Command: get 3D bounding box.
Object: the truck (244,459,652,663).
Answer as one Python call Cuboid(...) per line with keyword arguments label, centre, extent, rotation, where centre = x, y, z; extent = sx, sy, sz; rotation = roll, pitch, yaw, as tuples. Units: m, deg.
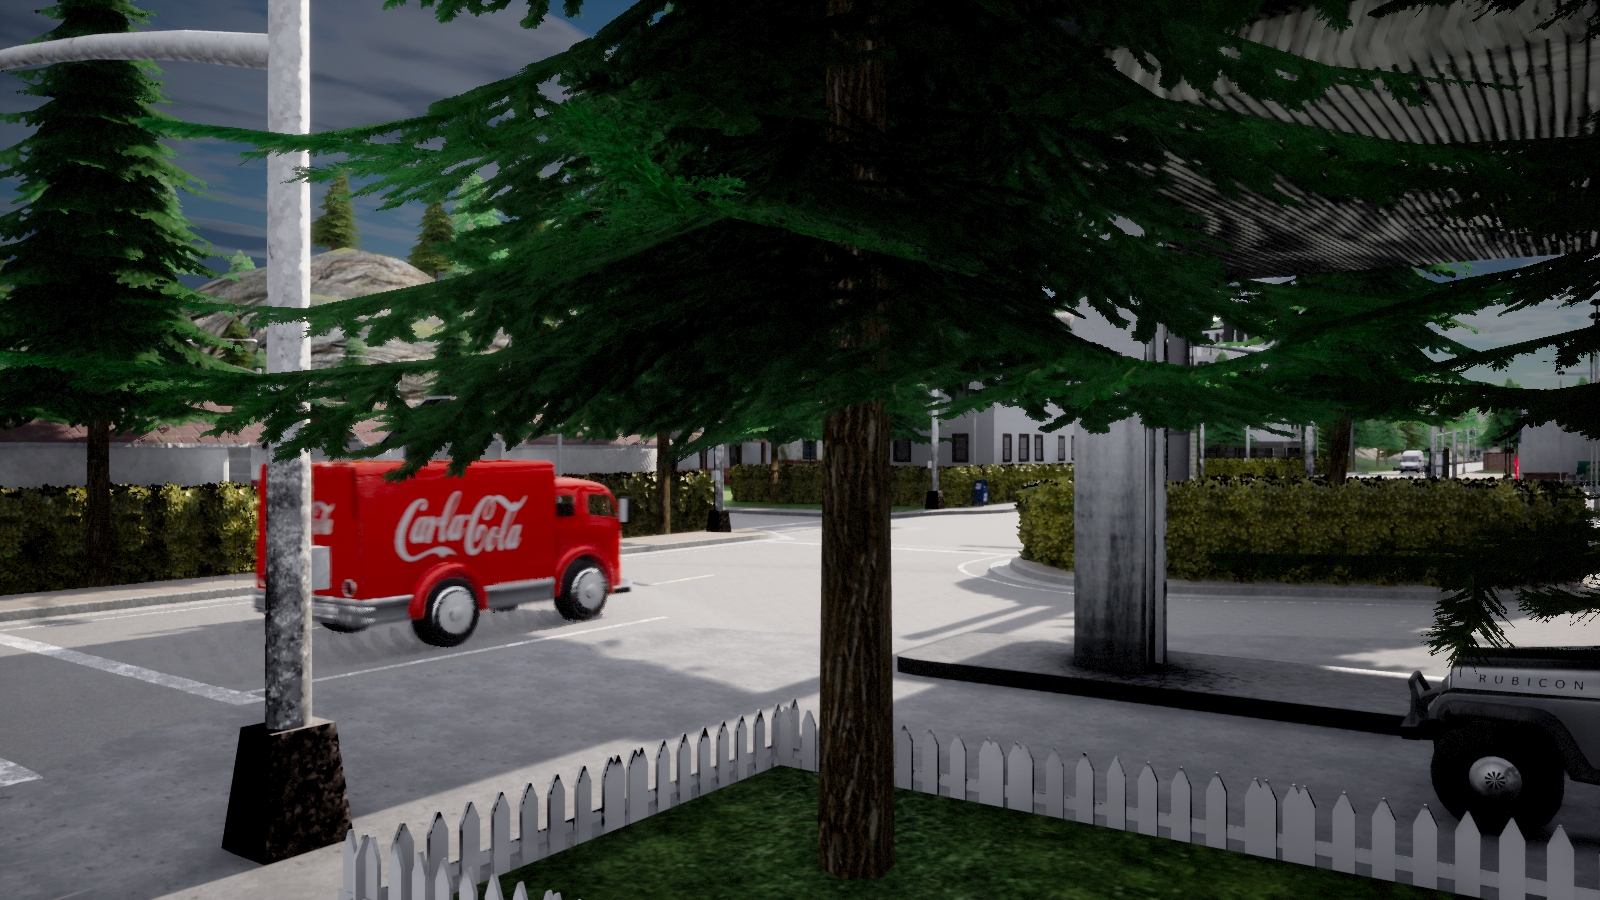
Cuboid(label="truck", centre=(-4.907, 1.367, 16.748), extent=(2.627, 2.467, 5.204), rotation=(0, 0, 34))
